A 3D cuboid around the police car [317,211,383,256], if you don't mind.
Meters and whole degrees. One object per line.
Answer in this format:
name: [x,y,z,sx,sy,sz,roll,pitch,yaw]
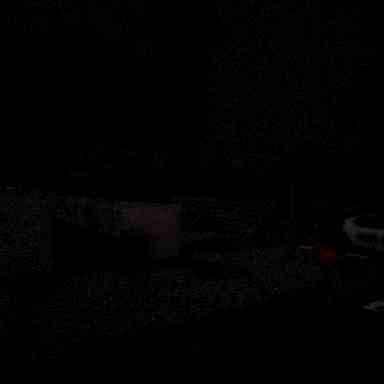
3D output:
police car: [6.743,1.451,10.812,2.038,1.542,4.974,1,2,-36]
